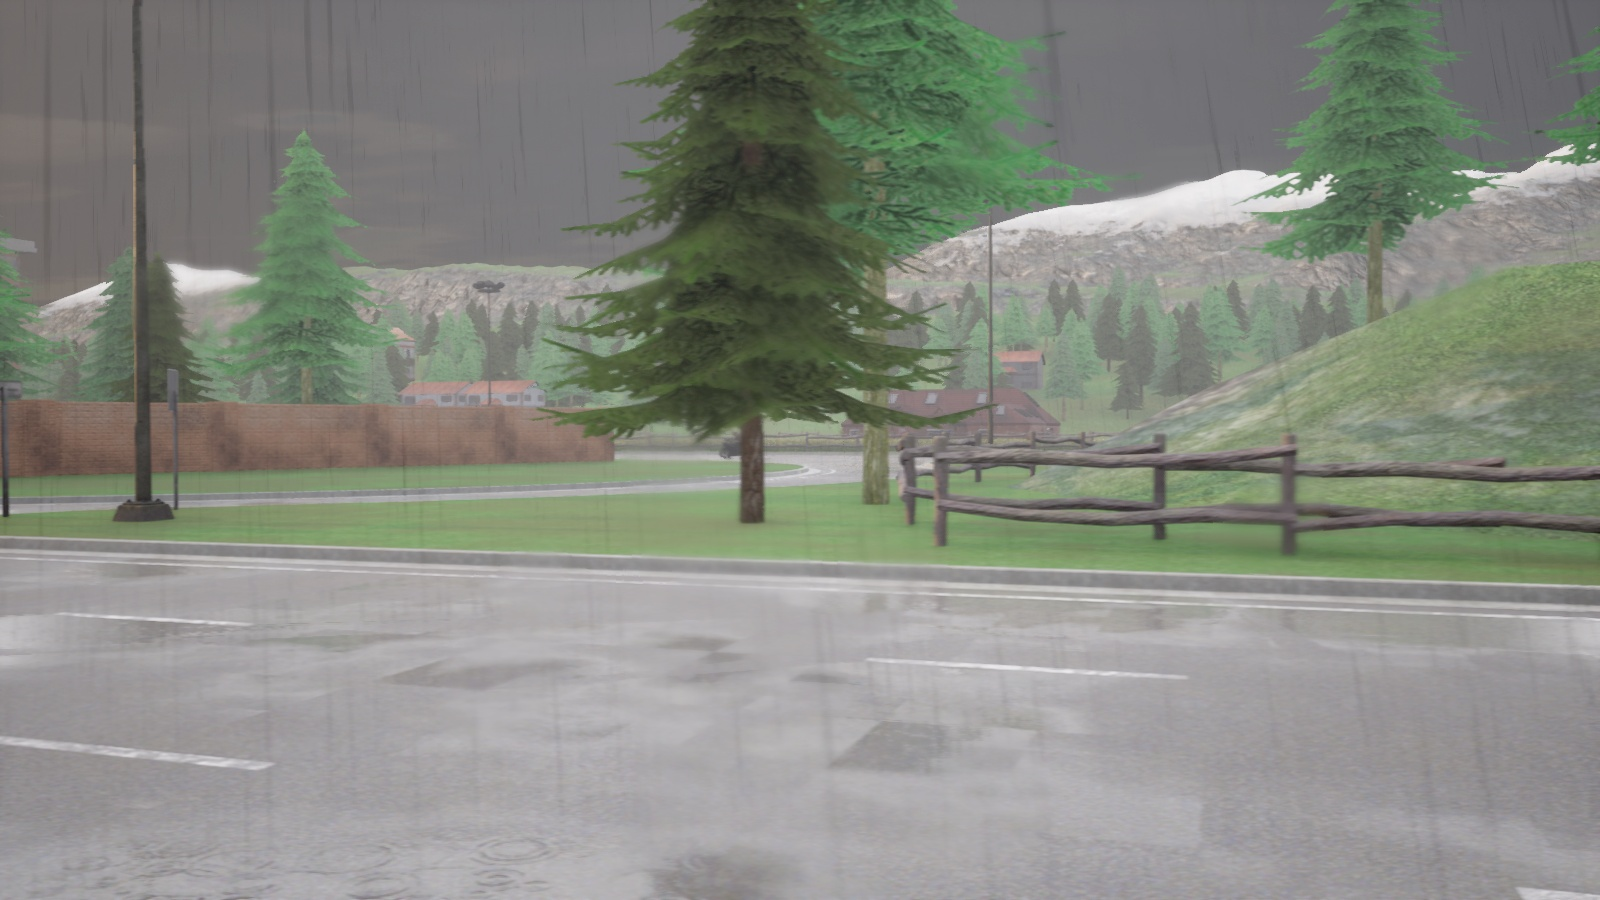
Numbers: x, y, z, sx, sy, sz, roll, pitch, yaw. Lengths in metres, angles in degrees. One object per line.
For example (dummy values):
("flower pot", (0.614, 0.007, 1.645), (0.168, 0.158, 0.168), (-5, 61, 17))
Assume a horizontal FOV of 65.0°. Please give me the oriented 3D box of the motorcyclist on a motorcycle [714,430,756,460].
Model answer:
("motorcyclist on a motorcycle", (-3.458, -0.274, 66.768), (2.044, 1.523, 0.797), (1, 1, 19))
